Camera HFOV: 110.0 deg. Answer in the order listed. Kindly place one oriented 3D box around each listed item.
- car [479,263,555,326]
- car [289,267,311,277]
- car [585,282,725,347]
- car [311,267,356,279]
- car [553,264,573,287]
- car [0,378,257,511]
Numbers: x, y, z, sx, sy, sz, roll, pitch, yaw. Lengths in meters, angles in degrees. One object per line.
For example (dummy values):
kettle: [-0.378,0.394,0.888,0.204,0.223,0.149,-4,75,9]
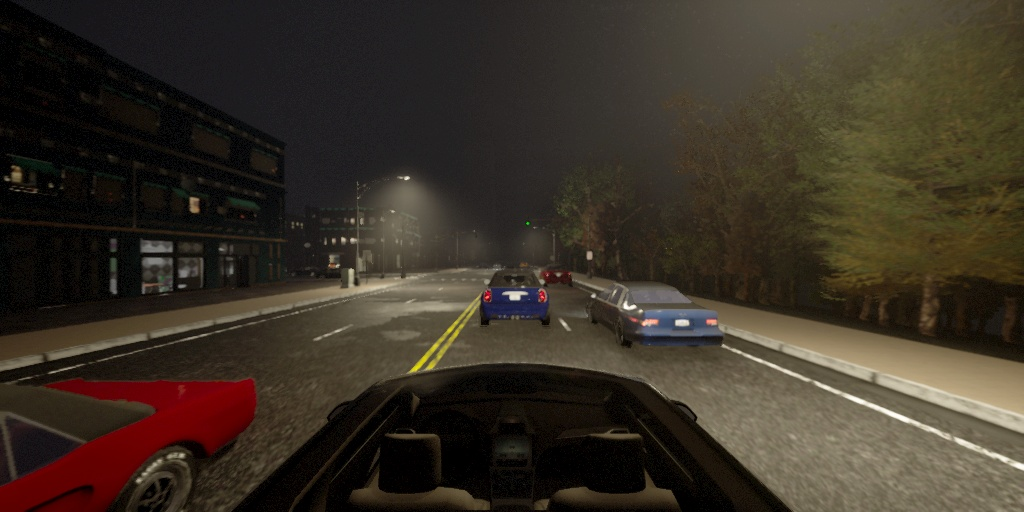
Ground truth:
car: [0.086,1.228,12.342,2.097,1.767,4.553,0,-1,0]
car: [-28.344,2.134,49.418,4.403,1.370,2.007,0,0,0]
car: [3.342,1.389,9.559,2.033,1.411,5.357,0,-1,0]
car: [-19.999,2.035,40.918,4.313,1.339,1.948,0,0,0]
car: [3.317,1.408,27.706,2.097,1.767,4.553,0,-1,0]
car: [-3.350,1.345,1.146,1.895,1.301,4.718,0,-1,0]
